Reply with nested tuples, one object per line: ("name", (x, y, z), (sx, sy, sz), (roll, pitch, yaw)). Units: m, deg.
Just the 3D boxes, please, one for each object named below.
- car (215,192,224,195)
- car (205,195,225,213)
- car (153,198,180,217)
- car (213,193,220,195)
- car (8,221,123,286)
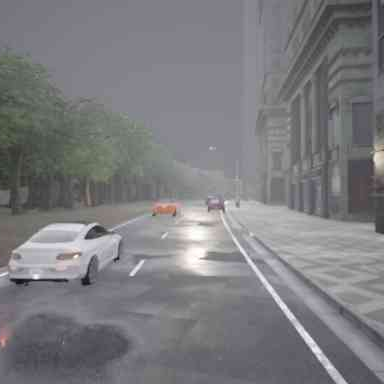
("car", (6.063, 1.112, 76.573), (2.150, 2.045, 5.566), (0, -1, 9))
("car", (2.644, 1.435, 36.339), (1.812, 1.442, 4.674), (0, 0, 4))
("car", (-2.313, 1.304, 31.294), (2.097, 1.767, 4.553), (0, 0, 4))
("car", (3.227, 1.356, 55.701), (1.837, 1.490, 4.892), (0, 0, 7))
("car", (-3.262, 1.543, 9.377), (1.812, 1.442, 4.674), (0, 0, 1))
